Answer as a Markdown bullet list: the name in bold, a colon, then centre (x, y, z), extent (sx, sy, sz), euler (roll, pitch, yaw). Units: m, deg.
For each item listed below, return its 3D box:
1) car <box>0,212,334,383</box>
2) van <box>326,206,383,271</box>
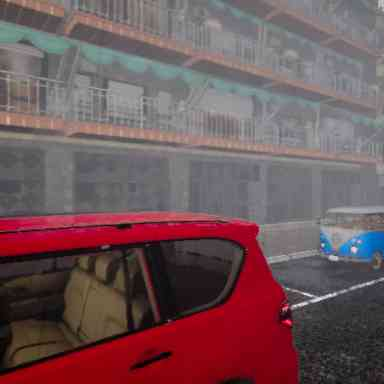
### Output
- **car**: centre (-1.665, 1.221, 2.191), extent (5.566, 2.045, 2.150), euler (0, 0, -35)
- **van**: centre (5.726, 1.356, 10.645), extent (3.998, 1.788, 1.690), euler (0, 0, -36)
